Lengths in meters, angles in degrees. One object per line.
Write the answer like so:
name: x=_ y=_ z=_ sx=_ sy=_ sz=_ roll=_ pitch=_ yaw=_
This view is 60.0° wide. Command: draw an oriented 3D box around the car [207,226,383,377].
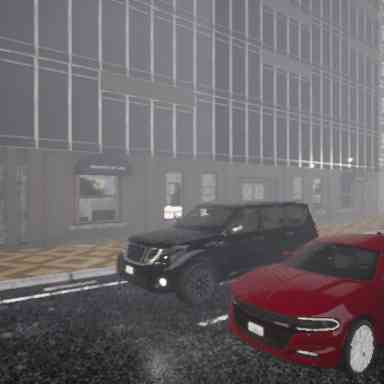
car: x=2.844 y=1.501 z=5.758 sx=5.008 sy=1.535 sz=1.882 roll=0 pitch=0 yaw=-36

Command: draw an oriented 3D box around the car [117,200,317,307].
car: x=0.966 y=1.245 z=8.405 sx=5.566 sy=2.045 sz=2.150 roll=0 pitch=0 yaw=-36
